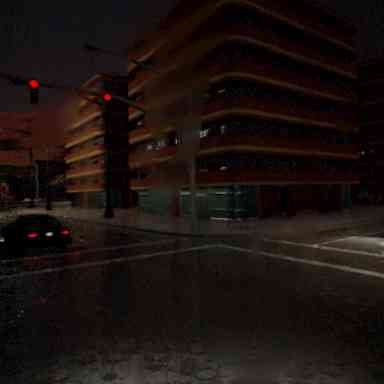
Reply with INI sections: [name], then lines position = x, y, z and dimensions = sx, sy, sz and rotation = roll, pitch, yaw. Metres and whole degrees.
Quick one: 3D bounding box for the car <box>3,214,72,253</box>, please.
[car]
position = -6.943, 1.700, 14.664
dimensions = 2.033, 1.411, 5.357
rotation = -1, 0, -37
